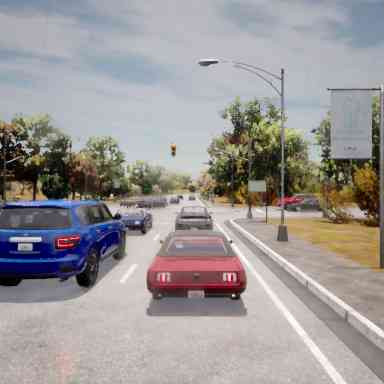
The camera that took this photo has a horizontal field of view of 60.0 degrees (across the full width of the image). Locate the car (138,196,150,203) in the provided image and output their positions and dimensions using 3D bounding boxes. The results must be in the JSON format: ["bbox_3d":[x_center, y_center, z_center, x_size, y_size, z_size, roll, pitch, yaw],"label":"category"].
[{"bbox_3d":[-10.490,1.552,72.530,1.994,1.385,4.181,0,0,0],"label":"car"}]

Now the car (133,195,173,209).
[{"bbox_3d":[-5.063,1.491,43.831,2.128,1.511,4.902,0,0,31],"label":"car"}]

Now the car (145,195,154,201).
[{"bbox_3d":[-10.489,1.523,82.558,1.812,1.442,4.674,0,0,0],"label":"car"}]

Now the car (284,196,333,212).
[{"bbox_3d":[13.401,1.505,37.865,4.892,1.490,1.837,0,0,3],"label":"car"}]

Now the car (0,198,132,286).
[{"bbox_3d":[-3.403,1.221,9.507,2.150,2.045,5.566,0,0,0],"label":"car"}]

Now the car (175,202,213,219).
[{"bbox_3d":[0.103,1.491,17.623,2.128,1.511,4.902,0,0,0],"label":"car"}]

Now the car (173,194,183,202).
[{"bbox_3d":[-3.388,1.547,66.276,2.033,1.411,5.357,0,0,0],"label":"car"}]

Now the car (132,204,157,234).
[{"bbox_3d":[-3.398,1.601,19.261,1.895,1.301,4.718,0,0,0],"label":"car"}]

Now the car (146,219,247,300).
[{"bbox_3d":[0.104,1.601,8.353,1.895,1.301,4.718,0,0,0],"label":"car"}]

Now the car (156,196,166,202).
[{"bbox_3d":[-6.990,1.595,75.772,1.895,1.301,4.718,0,0,0],"label":"car"}]

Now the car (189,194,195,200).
[{"bbox_3d":[0.013,1.360,95.509,1.882,1.535,5.008,0,0,0],"label":"car"}]

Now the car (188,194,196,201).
[{"bbox_3d":[0.011,1.533,85.090,2.033,1.411,5.357,0,0,0],"label":"car"}]

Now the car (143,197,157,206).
[{"bbox_3d":[-7.074,1.526,56.137,1.812,1.442,4.674,0,0,0],"label":"car"}]

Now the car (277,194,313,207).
[{"bbox_3d":[13.448,1.221,41.382,5.566,2.045,2.150,0,0,4],"label":"car"}]

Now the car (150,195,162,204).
[{"bbox_3d":[-7.023,1.477,65.467,1.882,1.535,5.008,0,0,1],"label":"car"}]

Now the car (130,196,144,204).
[{"bbox_3d":[-10.538,1.525,63.806,1.812,1.442,4.674,0,0,1],"label":"car"}]
